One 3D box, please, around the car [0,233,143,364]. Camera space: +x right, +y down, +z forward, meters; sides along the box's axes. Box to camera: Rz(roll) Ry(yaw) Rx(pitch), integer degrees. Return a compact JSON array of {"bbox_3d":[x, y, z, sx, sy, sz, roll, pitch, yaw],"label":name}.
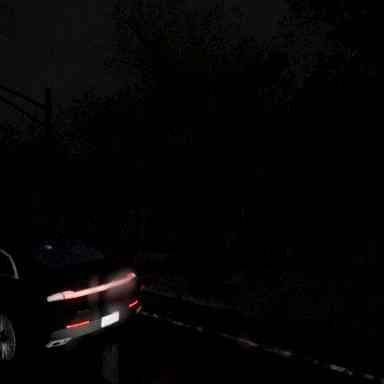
[{"bbox_3d":[-3.069,1.491,5.864,4.902,1.511,2.128,0,0,35],"label":"car"}]
